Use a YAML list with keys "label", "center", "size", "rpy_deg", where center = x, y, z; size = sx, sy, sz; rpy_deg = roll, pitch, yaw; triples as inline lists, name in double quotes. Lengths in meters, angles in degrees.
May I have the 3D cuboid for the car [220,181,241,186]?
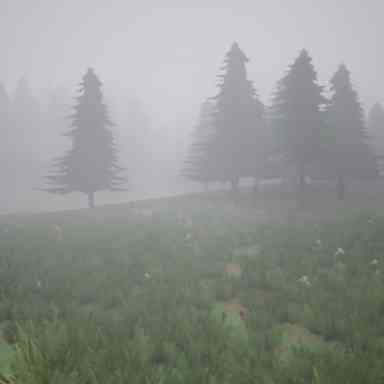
- label: "car"
  center: [6.753, -1.431, 59.849]
  size: [4.674, 1.442, 1.812]
  rpy_deg: [-6, 3, -31]
